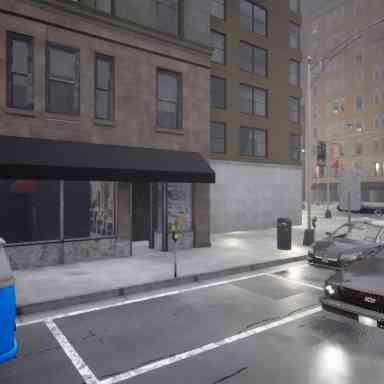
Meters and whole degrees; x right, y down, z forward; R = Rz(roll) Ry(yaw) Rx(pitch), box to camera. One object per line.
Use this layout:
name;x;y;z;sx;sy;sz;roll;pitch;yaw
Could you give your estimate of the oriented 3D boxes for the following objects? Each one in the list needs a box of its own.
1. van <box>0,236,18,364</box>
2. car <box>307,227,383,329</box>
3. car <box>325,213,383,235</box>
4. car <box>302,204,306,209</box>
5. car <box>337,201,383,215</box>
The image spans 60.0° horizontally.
van;-3.958;1.341;3.364;3.998;1.788;1.690;0;0;-36
car;4.801;1.547;6.526;5.357;1.411;2.033;0;0;-35
car;5.252;1.551;9.951;4.403;1.369;2.008;0;0;-36
car;10.514;1.432;38.895;2.033;1.411;5.357;0;0;-36
car;16.193;1.531;31.028;1.895;1.301;4.718;0;0;-36
